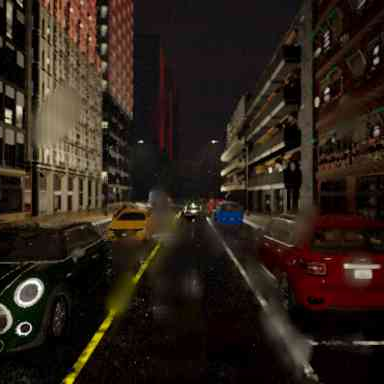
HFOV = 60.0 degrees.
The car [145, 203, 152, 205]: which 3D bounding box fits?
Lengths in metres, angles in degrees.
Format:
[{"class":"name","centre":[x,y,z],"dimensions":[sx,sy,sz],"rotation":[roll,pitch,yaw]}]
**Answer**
[{"class":"car","centre":[-5.693,1.908,35.191],"dimensions":[1.752,1.417,4.829],"rotation":[0,-1,0]}]

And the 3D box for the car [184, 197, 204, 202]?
[{"class":"car","centre":[0.106,1.703,44.349],"dimensions":[2.150,2.045,5.566],"rotation":[0,-1,0]}]

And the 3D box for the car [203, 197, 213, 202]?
[{"class":"car","centre":[2.687,1.699,35.364],"dimensions":[2.192,1.841,5.009],"rotation":[0,-1,0]}]

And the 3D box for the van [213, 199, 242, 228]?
[{"class":"van","centre":[2.687,1.604,24.263],"dimensions":[1.690,1.788,3.998],"rotation":[0,-1,0]}]

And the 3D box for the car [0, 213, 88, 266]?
[{"class":"car","centre":[-5.692,1.666,12.988],"dimensions":[1.752,1.417,4.829],"rotation":[0,-1,0]}]

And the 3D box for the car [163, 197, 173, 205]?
[{"class":"car","centre":[-5.696,2.199,79.768],"dimensions":[2.192,1.841,5.009],"rotation":[0,-1,0]}]

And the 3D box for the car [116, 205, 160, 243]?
[{"class":"car","centre":[-3.000,1.665,17.349],"dimensions":[1.882,1.535,5.008],"rotation":[0,-1,0]}]

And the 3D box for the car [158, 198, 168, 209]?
[{"class":"car","centre":[-5.694,2.183,57.562],"dimensions":[2.008,1.369,4.403],"rotation":[0,-1,0]}]

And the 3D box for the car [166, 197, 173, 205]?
[{"class":"car","centre":[-5.696,2.260,74.216],"dimensions":[1.967,1.590,4.097],"rotation":[0,-1,0]}]

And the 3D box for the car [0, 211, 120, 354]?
[{"class":"car","centre":[-3.053,1.423,6.542],"dimensions":[2.097,1.767,4.553],"rotation":[0,-1,0]}]

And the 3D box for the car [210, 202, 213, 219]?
[{"class":"car","centre":[2.688,1.874,29.811],"dimensions":[2.008,1.369,4.403],"rotation":[0,-1,0]}]

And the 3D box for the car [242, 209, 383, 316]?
[{"class":"car","centre":[2.689,1.398,7.612],"dimensions":[2.192,1.841,5.009],"rotation":[0,-1,0]}]

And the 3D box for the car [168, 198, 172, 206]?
[{"class":"car","centre":[-5.695,2.339,68.664],"dimensions":[1.802,1.307,4.206],"rotation":[0,-1,0]}]

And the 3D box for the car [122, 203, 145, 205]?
[{"class":"car","centre":[-5.693,1.763,29.811],"dimensions":[1.967,1.590,4.097],"rotation":[0,-1,0]}]

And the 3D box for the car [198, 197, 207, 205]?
[{"class":"car","centre":[2.684,2.263,85.320],"dimensions":[2.192,1.841,5.009],"rotation":[0,-1,0]}]

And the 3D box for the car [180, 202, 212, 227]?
[{"class":"car","centre":[0.098,1.762,24.926],"dimensions":[2.128,1.511,4.902],"rotation":[0,0,0]}]

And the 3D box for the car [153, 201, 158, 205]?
[{"class":"car","centre":[-5.693,1.996,40.911],"dimensions":[2.008,1.369,4.403],"rotation":[0,-1,0]}]
